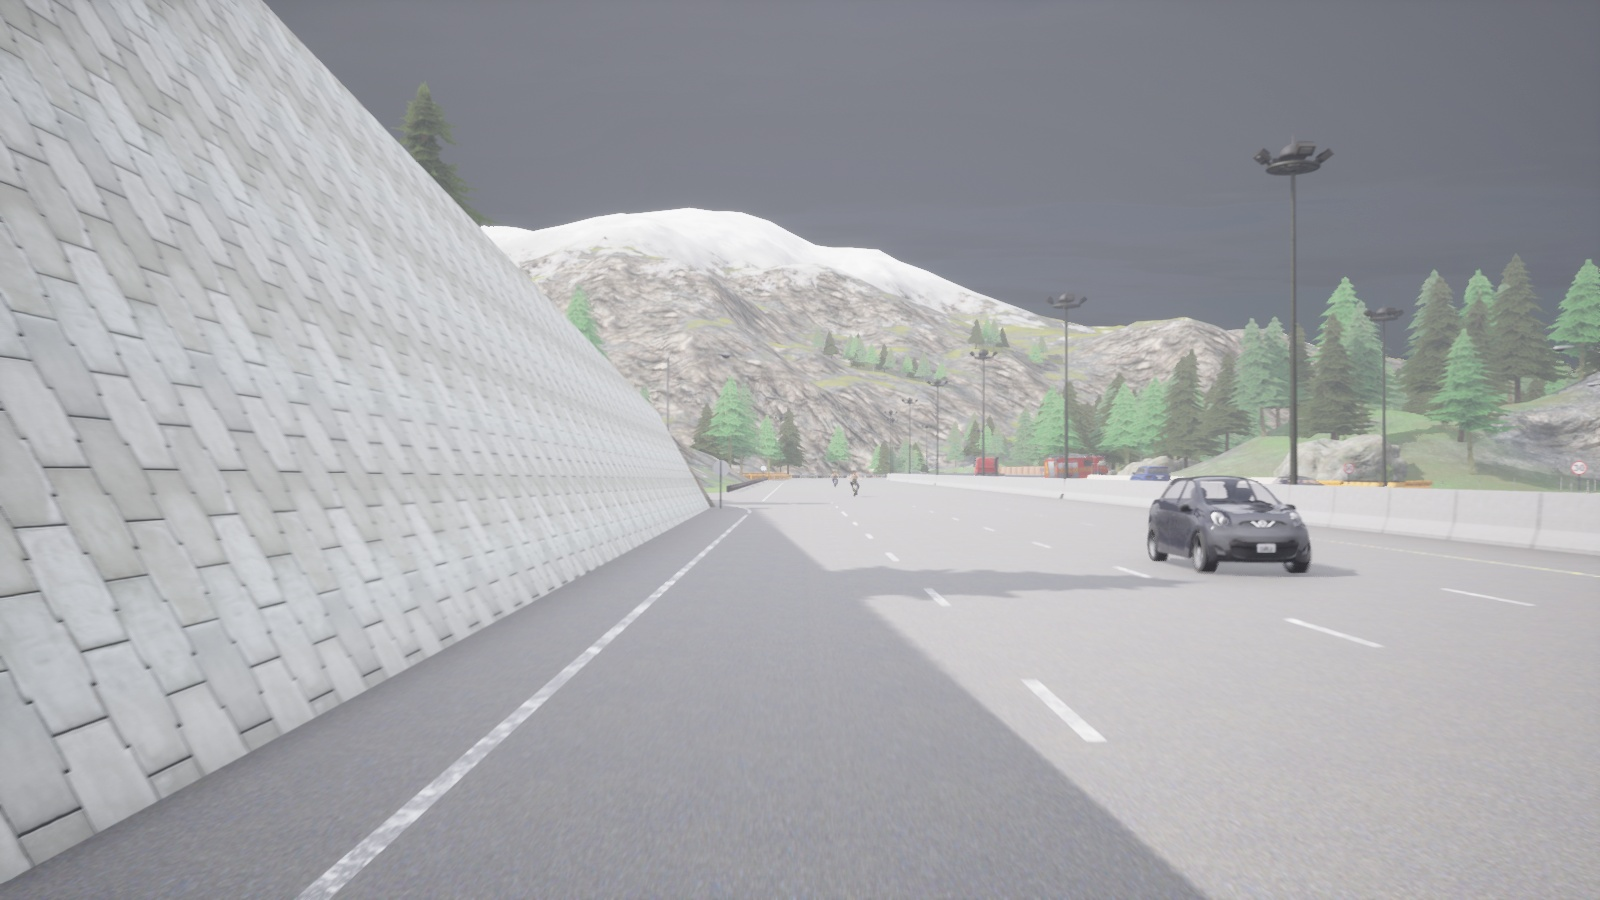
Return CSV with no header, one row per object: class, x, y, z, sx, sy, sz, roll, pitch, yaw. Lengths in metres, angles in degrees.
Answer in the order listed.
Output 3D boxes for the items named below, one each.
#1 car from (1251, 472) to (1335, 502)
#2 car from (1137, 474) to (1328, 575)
car,24.349,1.803,62.232,2.033,1.411,5.357,0,-1,0
car,6.950,1.145,20.580,1.845,1.501,3.633,0,-1,0
